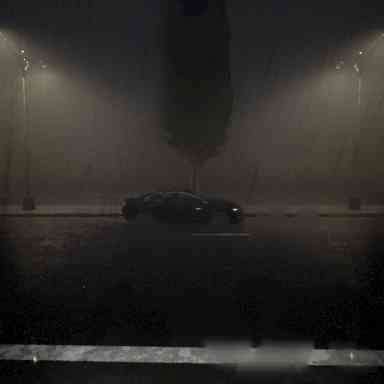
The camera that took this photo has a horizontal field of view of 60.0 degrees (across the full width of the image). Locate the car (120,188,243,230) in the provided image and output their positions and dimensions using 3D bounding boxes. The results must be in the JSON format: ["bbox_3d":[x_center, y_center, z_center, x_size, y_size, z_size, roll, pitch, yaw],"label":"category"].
[{"bbox_3d":[-0.415,0.625,13.512,4.902,1.511,2.128,0,4,0],"label":"car"}]
